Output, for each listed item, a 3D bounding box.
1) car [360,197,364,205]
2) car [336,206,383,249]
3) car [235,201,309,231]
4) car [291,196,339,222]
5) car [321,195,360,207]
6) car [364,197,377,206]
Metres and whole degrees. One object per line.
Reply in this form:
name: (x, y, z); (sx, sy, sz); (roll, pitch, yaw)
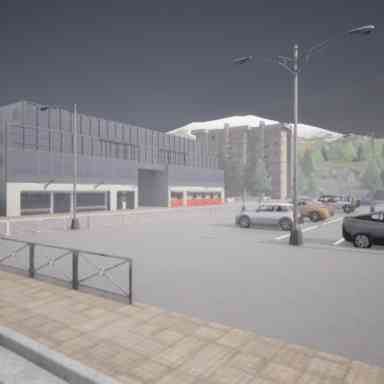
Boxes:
car: (16.745, 1.287, 38.210); (4.605, 1.855, 1.932); (0, 0, 35)
car: (8.182, 1.487, 12.678); (4.514, 1.523, 2.007); (0, 0, 35)
car: (4.551, 1.421, 19.743); (3.806, 1.475, 1.970); (0, 0, 35)
car: (7.999, 1.343, 25.165); (5.027, 1.636, 2.152); (0, 0, 35)
car: (15.401, 1.266, 35.601); (3.866, 1.878, 1.905); (0, 0, 35)
car: (27.608, 1.563, 53.289); (3.633, 1.501, 1.845); (0, 0, 35)
